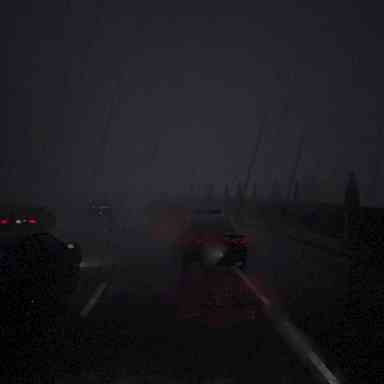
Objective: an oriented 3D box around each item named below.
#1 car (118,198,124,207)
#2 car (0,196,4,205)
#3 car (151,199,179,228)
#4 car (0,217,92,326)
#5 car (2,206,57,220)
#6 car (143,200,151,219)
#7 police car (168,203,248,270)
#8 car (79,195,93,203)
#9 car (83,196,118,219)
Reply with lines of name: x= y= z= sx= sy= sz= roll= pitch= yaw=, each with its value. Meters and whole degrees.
car: x=-11.146 y=1.431 z=46.849 sx=1.895 sy=1.301 sz=4.718 roll=0 pitch=0 yaw=-27
car: x=-29.745 y=1.364 z=50.641 sx=1.837 sy=1.490 sz=4.892 roll=0 pitch=1 yaw=-33
car: x=-1.369 y=1.389 z=21.800 sx=1.882 sy=1.535 sz=5.008 roll=0 pitch=0 yaw=-12
car: x=-3.789 y=1.527 z=6.922 sx=2.033 sy=1.411 sz=5.357 roll=0 pitch=0 yaw=-4
car: x=-8.939 y=1.491 z=18.634 sx=2.033 sy=1.411 sz=5.357 roll=0 pitch=0 yaw=-12
car: x=-2.953 y=1.393 z=28.199 sx=1.837 sy=1.490 sz=4.892 roll=0 pitch=0 yaw=-16
police car: x=0.390 y=1.377 z=11.070 sx=1.930 sy=1.638 sz=5.238 roll=0 pitch=0 yaw=-6
car: x=-18.945 y=1.298 z=60.156 sx=1.837 sy=1.490 sz=4.892 roll=0 pitch=0 yaw=-35
car: x=-7.593 y=1.394 z=27.626 sx=2.128 sy=1.511 sz=4.902 roll=0 pitch=0 yaw=-16
